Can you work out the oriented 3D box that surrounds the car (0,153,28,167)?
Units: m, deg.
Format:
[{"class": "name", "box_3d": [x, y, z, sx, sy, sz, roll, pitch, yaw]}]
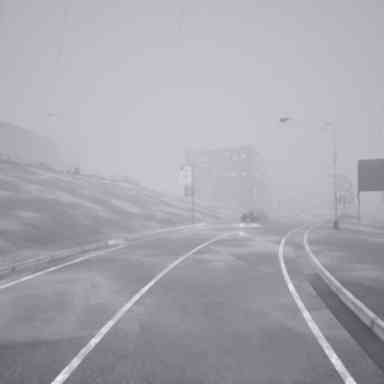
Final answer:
[{"class": "car", "box_3d": [-19.386, -3.069, 33.256, 2.185, 1.767, 4.553, -1, -4, 21]}]

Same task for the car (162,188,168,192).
[{"class": "car", "box_3d": [-7.601, 0.016, 76.006, 2.002, 1.452, 4.674, 0, -5, 11]}]

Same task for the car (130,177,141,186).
[{"class": "car", "box_3d": [-11.138, -1.508, 59.869, 2.435, 2.045, 5.566, 0, -4, 15]}]

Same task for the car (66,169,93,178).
[{"class": "car", "box_3d": [-15.728, -2.254, 43.862, 2.002, 1.452, 4.674, -1, -4, 18]}]

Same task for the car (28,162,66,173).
[{"class": "car", "box_3d": [-17.473, -2.584, 38.636, 2.163, 1.488, 4.792, -1, -4, 19]}]

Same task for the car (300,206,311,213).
[{"class": "car", "box_3d": [23.996, 3.662, 70.224, 1.837, 1.490, 4.892, -1, -3, 26]}]

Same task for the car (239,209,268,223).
[{"class": "car", "box_3d": [6.357, 2.383, 33.888, 1.895, 1.301, 4.718, -1, -2, 26]}]

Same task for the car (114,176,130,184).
[{"class": "car", "box_3d": [-12.578, -1.753, 54.451, 2.185, 1.767, 4.553, 0, -4, 16]}]

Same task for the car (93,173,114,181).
[{"class": "car", "box_3d": [-14.124, -1.976, 49.034, 2.231, 1.521, 4.892, -1, -3, 17]}]

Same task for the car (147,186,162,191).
[{"class": "car", "box_3d": [-8.681, -0.419, 70.587, 2.002, 1.452, 4.674, 0, -4, 12]}]

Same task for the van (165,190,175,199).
[{"class": "van", "box_3d": [-5.717, 0.698, 87.037, 1.878, 1.987, 4.442, 0, -5, 9]}]

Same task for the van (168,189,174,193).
[{"class": "van", "box_3d": [-6.576, 0.219, 81.587, 1.878, 1.987, 4.442, 0, -5, 10]}]
